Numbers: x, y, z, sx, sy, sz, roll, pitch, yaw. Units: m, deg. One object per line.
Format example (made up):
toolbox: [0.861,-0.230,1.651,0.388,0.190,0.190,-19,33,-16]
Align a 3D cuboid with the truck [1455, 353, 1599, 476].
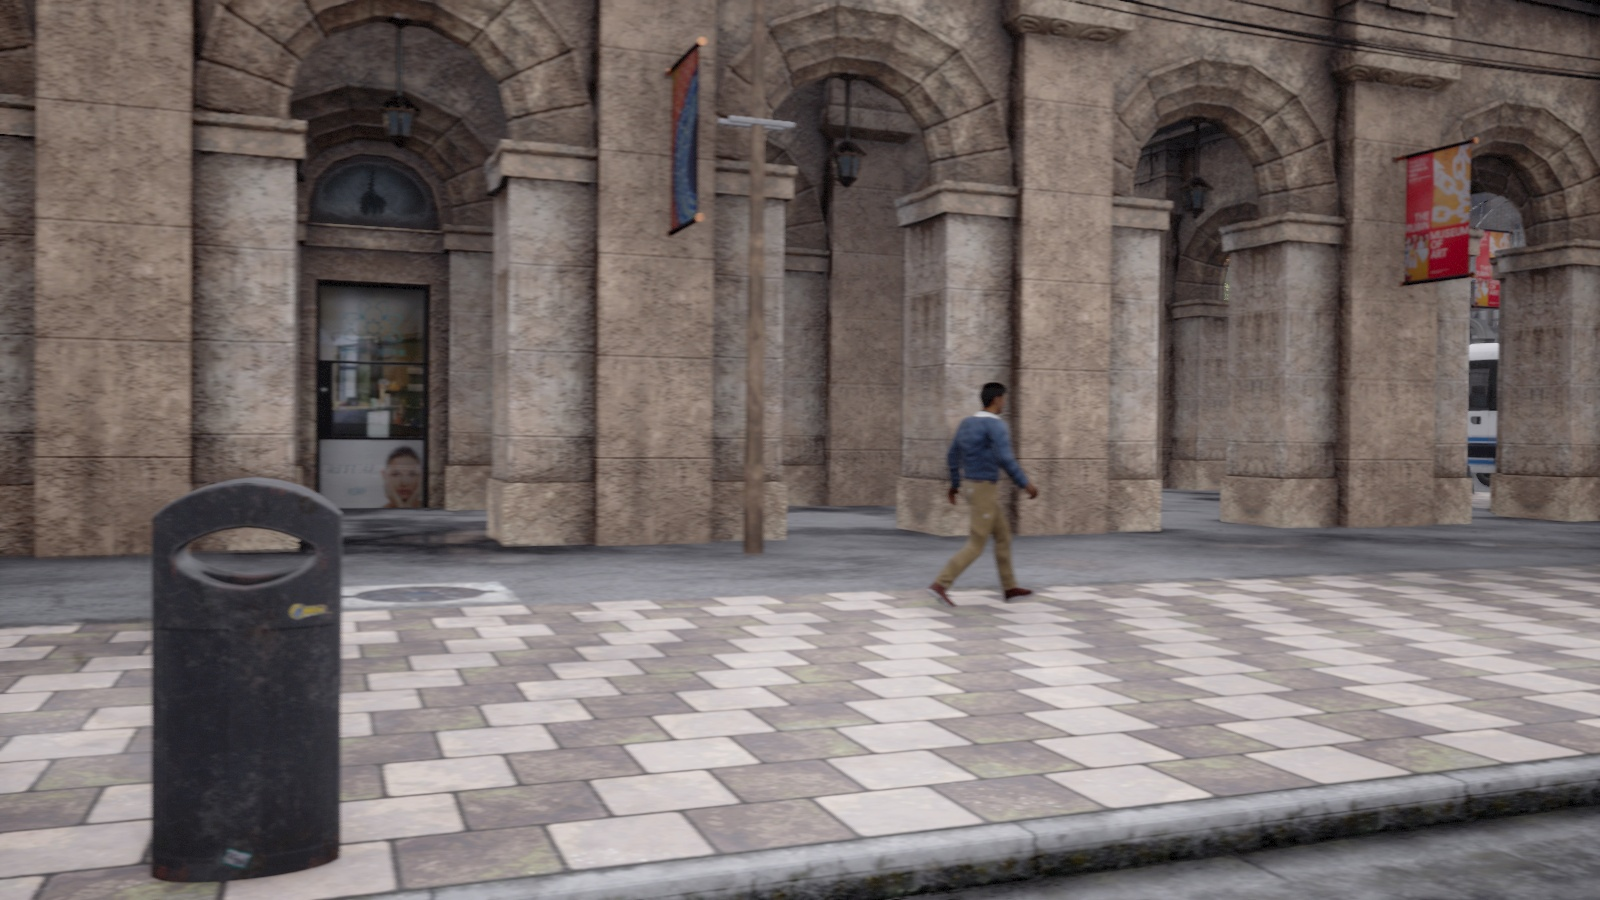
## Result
truck: [23.620,-1.039,36.828,2.891,3.462,7.936,-1,1,-21]

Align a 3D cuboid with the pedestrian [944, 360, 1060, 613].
pedestrian: [1.610,0.274,10.022,0.788,1.949,0.423,-1,1,-19]

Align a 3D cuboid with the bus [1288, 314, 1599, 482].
bus: [19.726,-1.397,37.168,3.944,4.253,10.273,-1,1,-21]
